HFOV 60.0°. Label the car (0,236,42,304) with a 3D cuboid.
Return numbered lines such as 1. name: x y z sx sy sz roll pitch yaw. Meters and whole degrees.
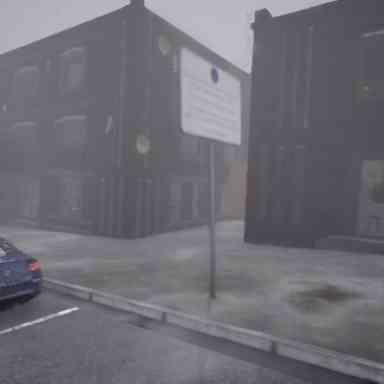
1. car: -5.053 1.568 7.140 4.674 1.452 2.002 0 0 36
